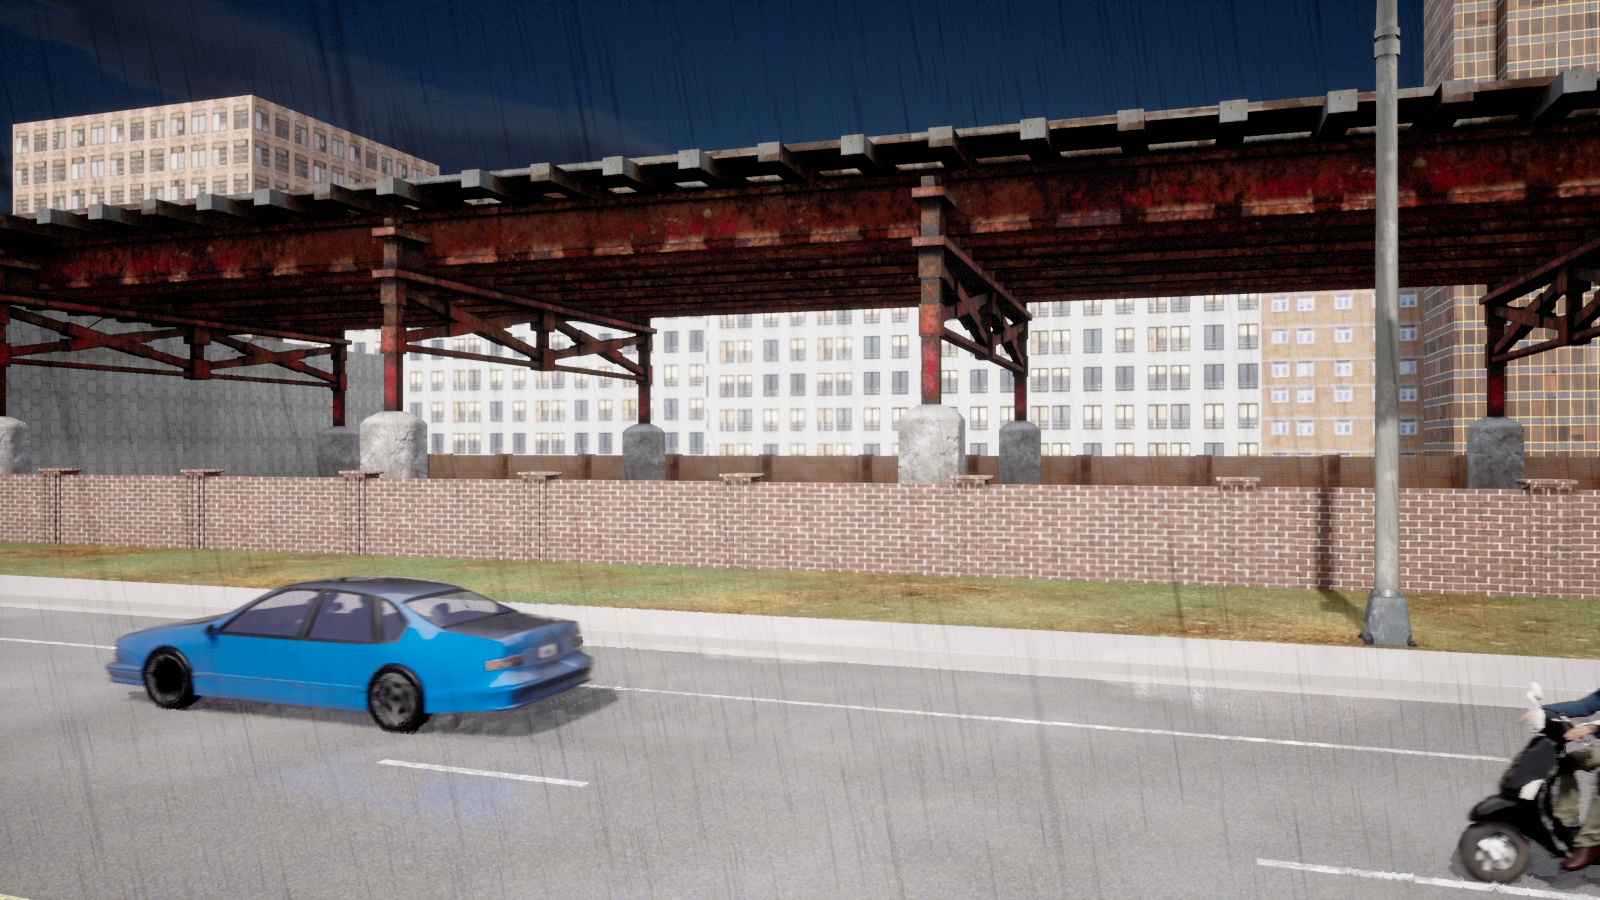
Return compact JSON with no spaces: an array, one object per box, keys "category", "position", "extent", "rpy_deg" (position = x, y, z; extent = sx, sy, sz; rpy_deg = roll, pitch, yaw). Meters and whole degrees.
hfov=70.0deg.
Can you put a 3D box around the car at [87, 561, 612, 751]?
[{"category":"car","position":[-4.936,2.106,12.538],"extent":[5.357,1.411,2.033],"rpy_deg":[0,0,20]}]

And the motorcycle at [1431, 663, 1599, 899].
[{"category":"motorcycle","position":[5.172,2.129,7.302],"extent":[1.805,1.341,0.856],"rpy_deg":[0,0,6]}]
